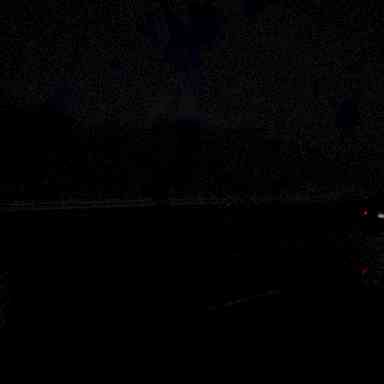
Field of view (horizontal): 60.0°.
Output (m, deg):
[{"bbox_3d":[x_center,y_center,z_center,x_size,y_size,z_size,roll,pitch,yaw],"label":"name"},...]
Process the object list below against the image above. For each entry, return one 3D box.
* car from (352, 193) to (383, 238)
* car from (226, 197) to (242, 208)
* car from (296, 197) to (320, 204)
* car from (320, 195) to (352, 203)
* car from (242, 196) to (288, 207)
[{"bbox_3d":[10.007,1.063,15.307,5.566,2.045,2.150,-1,0,-35],"label":"car"},{"bbox_3d":[6.092,1.265,38.412,4.902,1.511,2.128,-1,0,-35],"label":"car"},{"bbox_3d":[12.802,1.239,34.588,4.902,1.511,2.128,0,0,-35],"label":"car"},{"bbox_3d":[14.701,1.096,31.646,4.553,1.767,2.097,-1,0,-35],"label":"car"},{"bbox_3d":[8.133,1.249,35.570,5.008,1.535,1.882,-1,0,-35],"label":"car"}]
